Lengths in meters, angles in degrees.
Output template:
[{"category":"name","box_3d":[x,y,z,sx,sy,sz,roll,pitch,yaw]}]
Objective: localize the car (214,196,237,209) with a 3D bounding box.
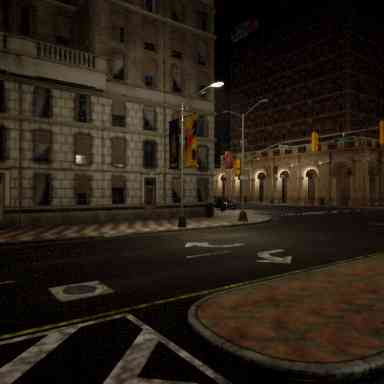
[{"category":"car","box_3d":[3.759,1.352,43.670,2.097,1.767,4.553,0,0,-36]}]
